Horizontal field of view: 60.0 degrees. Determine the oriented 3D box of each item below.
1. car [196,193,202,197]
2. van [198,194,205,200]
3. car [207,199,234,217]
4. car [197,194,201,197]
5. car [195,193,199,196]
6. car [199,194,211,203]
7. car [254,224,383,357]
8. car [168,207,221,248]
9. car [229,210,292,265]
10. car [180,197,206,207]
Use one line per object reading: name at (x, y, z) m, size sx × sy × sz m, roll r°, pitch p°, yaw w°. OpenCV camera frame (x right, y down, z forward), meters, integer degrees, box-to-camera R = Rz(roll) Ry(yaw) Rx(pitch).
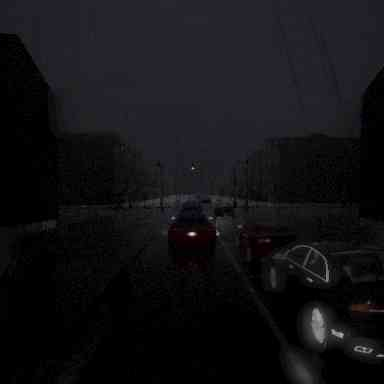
car at (2.622, 1.569, 82.806) m, size 1.887 × 1.381 × 4.507 m, roll -1°, pitch 0°, yaw 0°
van at (2.618, 1.373, 93.871) m, size 1.690 × 1.788 × 3.998 m, roll -1°, pitch 0°, yaw 0°
car at (2.623, 1.546, 28.231) m, size 2.008 × 1.369 × 4.403 m, roll -1°, pitch 0°, yaw 0°
car at (2.623, 1.599, 71.741) m, size 1.802 × 1.307 × 4.206 m, roll -1°, pitch 0°, yaw 0°
car at (2.620, 1.468, 88.339) m, size 1.967 × 1.590 × 4.097 m, roll -1°, pitch 0°, yaw 0°
car at (2.622, 1.555, 60.676) m, size 1.887 × 1.381 × 4.507 m, roll -1°, pitch 0°, yaw 0°
car at (2.623, 1.547, 6.049) m, size 2.008 × 1.369 × 4.403 m, roll -1°, pitch 0°, yaw 0°
car at (0.000, 1.567, 14.654) m, size 1.994 × 1.385 × 4.181 m, roll 0°, pitch 0°, yaw 0°
car at (2.623, 1.539, 11.594) m, size 1.887 × 1.381 × 4.507 m, roll -1°, pitch 0°, yaw 0°
car at (0.000, 1.481, 29.657) m, size 1.882 × 1.535 × 5.008 m, roll 0°, pitch 0°, yaw 0°
